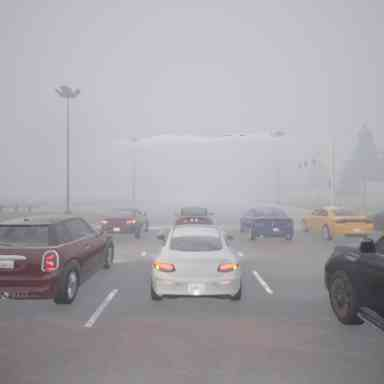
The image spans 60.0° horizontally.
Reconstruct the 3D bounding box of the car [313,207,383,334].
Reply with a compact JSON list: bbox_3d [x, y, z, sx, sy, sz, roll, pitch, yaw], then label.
[{"bbox_3d":[3.590,1.219,3.937,2.150,2.045,5.566,0,0,0],"label":"car"}]

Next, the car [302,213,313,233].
[{"bbox_3d":[7.106,1.472,16.778,1.882,1.535,5.008,0,0,0],"label":"car"}]

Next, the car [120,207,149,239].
[{"bbox_3d":[-3.396,1.520,17.273,1.812,1.442,4.674,0,0,0],"label":"car"}]

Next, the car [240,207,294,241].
[{"bbox_3d":[3.603,1.472,16.743,1.882,1.535,5.008,0,0,0],"label":"car"}]

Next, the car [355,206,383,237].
[{"bbox_3d":[10.605,1.541,16.856,2.033,1.411,5.357,0,0,0],"label":"car"}]

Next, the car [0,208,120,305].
[{"bbox_3d":[-3.413,1.349,8.247,2.097,1.767,4.553,0,0,0],"label":"car"}]

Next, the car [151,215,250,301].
[{"bbox_3d":[0.092,1.523,8.194,1.812,1.442,4.674,0,0,0],"label":"car"}]

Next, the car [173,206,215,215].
[{"bbox_3d":[0.103,1.499,17.275,1.837,1.490,4.892,0,0,0],"label":"car"}]
